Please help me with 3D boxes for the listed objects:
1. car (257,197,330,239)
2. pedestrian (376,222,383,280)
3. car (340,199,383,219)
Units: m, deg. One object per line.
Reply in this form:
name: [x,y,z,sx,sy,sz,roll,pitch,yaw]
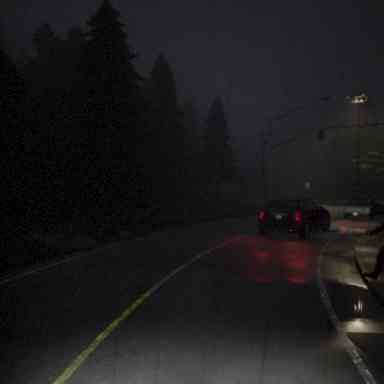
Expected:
car: [4.861,1.011,15.489,2.097,1.767,4.553,1,2,37]
pedestrian: [4.180,0.990,6.991,0.375,1.860,0.375,1,1,17]
car: [12.096,1.104,23.158,1.895,1.301,4.718,1,2,44]
